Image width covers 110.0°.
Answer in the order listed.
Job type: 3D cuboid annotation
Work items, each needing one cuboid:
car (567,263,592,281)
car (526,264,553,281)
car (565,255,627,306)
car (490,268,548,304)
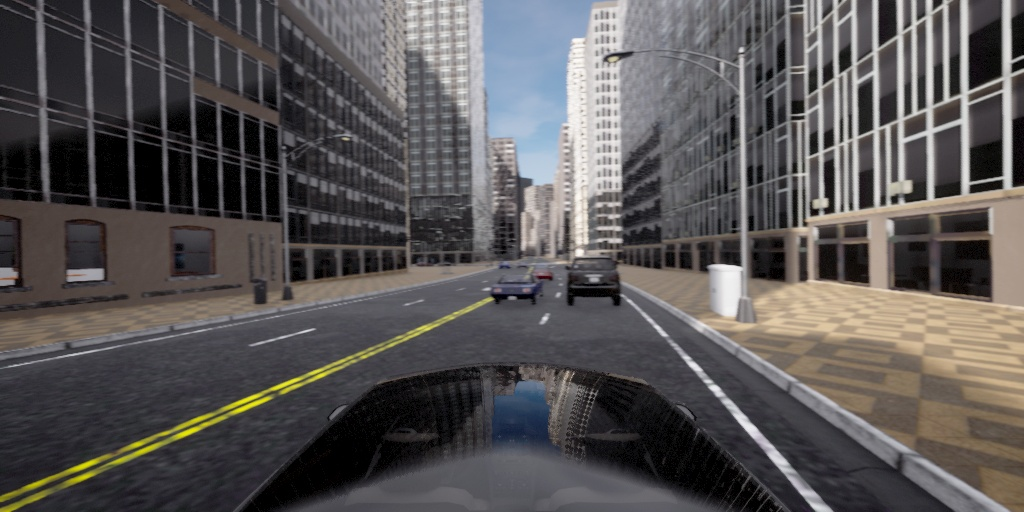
[{"bbox_3d":[5.892,1.358,31.707,1.812,1.442,4.674,-1,0,6],"label":"car"},{"bbox_3d":[2.656,1.456,31.986,1.994,1.385,4.181,-1,0,6],"label":"car"},{"bbox_3d":[3.590,0.998,16.184,2.150,2.045,5.566,-1,0,10],"label":"car"},{"bbox_3d":[0.414,1.440,16.847,1.895,1.301,4.718,-1,0,10],"label":"car"}]
